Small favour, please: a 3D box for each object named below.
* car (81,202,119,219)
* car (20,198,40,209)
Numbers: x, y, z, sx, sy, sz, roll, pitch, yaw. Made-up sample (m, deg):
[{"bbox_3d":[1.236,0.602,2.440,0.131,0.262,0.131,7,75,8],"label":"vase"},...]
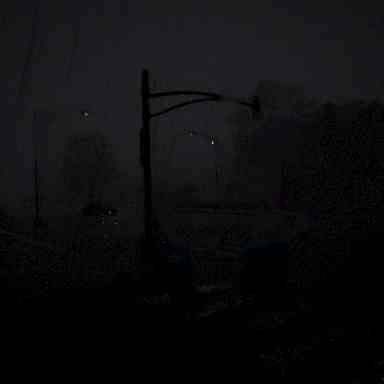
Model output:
[{"bbox_3d":[-8.426,1.617,30.316,1.994,1.385,4.181,-2,1,-42],"label":"car"},{"bbox_3d":[-23.115,1.654,47.252,1.812,1.442,4.674,-2,1,-40],"label":"car"}]
